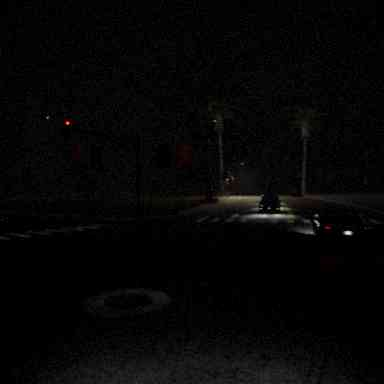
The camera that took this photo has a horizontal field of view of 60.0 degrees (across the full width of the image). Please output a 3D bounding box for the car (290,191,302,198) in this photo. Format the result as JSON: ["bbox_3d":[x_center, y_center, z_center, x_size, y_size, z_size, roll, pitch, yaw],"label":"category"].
[{"bbox_3d":[21.294,0.444,67.942,2.128,1.511,4.902,-1,1,8],"label":"car"}]

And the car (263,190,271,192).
[{"bbox_3d":[11.421,0.866,49.086,1.994,1.385,4.181,-1,1,12],"label":"car"}]

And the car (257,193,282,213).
[{"bbox_3d":[7.121,1.097,30.556,1.837,1.490,4.892,-1,1,14],"label":"car"}]

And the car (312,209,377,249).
[{"bbox_3d":[6.056,1.388,13.613,1.994,1.385,4.181,-1,0,17],"label":"car"}]

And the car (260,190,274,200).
[{"bbox_3d":[13.284,0.498,59.066,2.097,1.767,4.553,-1,1,10],"label":"car"}]
